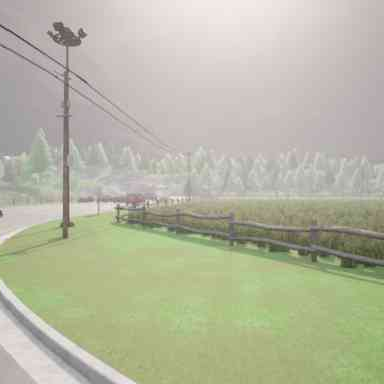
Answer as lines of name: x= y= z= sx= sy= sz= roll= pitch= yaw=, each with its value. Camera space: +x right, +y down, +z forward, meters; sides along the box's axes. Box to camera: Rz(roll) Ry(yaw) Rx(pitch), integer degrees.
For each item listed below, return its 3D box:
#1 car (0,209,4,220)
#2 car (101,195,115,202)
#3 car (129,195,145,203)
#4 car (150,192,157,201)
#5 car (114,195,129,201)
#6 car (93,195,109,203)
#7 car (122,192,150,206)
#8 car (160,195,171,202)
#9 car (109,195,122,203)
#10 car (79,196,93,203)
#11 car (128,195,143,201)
car: x=-16.699 y=1.561 z=25.850 sx=1.994 sy=1.385 sz=4.181 roll=0 pitch=0 yaw=8
car: x=-20.113 y=1.546 z=79.856 sx=1.994 sy=1.385 sz=4.181 roll=0 pitch=0 yaw=8
car: x=-11.155 y=1.472 z=67.716 sx=1.882 sy=1.535 sz=5.008 roll=0 pitch=0 yaw=8
car: x=-9.759 y=1.052 z=78.072 sx=2.150 sy=2.045 sz=5.566 roll=0 pitch=0 yaw=8
car: x=-16.700 y=1.379 z=78.978 sx=1.994 sy=1.385 sz=4.181 roll=0 pitch=0 yaw=8
car: x=-18.028 y=1.332 z=69.128 sx=2.097 sy=1.767 sz=4.553 roll=0 pitch=0 yaw=8
car: x=-9.231 y=1.217 z=55.046 sx=2.150 sy=2.045 sz=5.566 roll=0 pitch=0 yaw=8
car: x=-6.201 y=1.519 z=78.263 sx=1.812 sy=1.442 sz=4.674 roll=0 pitch=0 yaw=8
car: x=-14.624 y=1.476 z=68.183 sx=1.837 sy=1.490 sz=4.892 roll=0 pitch=0 yaw=8
car: x=-21.651 y=1.518 z=68.425 sx=1.812 sy=1.442 sz=4.674 roll=0 pitch=0 yaw=8
car: x=-13.232 y=1.366 z=78.510 sx=2.033 sy=1.411 sz=5.357 roll=0 pitch=0 yaw=8
